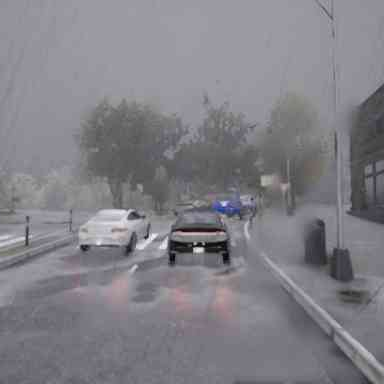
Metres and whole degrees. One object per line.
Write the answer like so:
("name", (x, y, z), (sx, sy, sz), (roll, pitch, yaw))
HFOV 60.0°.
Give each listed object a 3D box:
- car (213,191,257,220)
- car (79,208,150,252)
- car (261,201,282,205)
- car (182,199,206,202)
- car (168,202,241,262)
("car", (3.285, 0.994, 24.961), (2.150, 2.045, 5.566), (-2, -2, 24))
("car", (-2.866, 1.356, 12.978), (1.812, 1.442, 4.674), (0, 1, 3))
("car", (19.012, 2.800, 79.657), (4.718, 1.301, 1.895), (-2, -4, 37))
("car", (0.321, 1.342, 26.273), (2.128, 1.511, 4.902), (-2, -2, 25))
("car", (0.274, 1.331, 11.448), (2.128, 1.511, 4.902), (0, 1, 2))
